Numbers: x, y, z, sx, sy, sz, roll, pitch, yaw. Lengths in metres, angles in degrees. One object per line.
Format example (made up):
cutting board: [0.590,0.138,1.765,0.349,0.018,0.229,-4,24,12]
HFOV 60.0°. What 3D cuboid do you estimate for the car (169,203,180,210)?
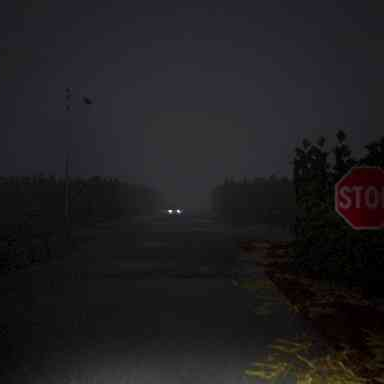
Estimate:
car: [-3.100,2.552,59.711,1.895,1.301,4.718,0,-2,0]
